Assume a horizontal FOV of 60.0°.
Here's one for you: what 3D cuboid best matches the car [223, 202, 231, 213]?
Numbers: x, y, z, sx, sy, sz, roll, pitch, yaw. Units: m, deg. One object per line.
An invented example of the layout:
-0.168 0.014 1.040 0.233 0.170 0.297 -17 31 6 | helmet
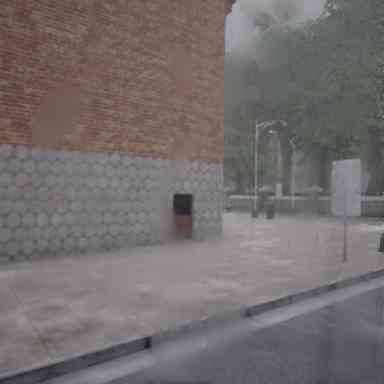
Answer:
1.914 1.245 33.956 2.097 1.767 4.553 1 -1 -36 | car
